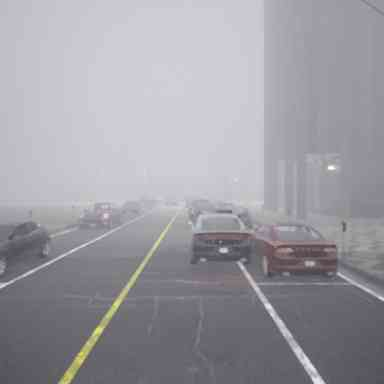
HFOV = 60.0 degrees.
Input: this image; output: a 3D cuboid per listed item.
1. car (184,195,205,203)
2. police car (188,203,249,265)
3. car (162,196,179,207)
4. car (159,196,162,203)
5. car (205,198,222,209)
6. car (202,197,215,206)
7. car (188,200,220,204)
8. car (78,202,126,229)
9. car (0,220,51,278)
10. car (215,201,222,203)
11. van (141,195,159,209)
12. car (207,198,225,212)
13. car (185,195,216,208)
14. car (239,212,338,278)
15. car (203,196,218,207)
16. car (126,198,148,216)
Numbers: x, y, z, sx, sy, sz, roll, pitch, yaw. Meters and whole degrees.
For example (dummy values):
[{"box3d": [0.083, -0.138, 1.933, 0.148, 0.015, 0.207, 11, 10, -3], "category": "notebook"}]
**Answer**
[{"box3d": [0.530, 1.362, 68.280, 1.882, 1.535, 5.008, 0, 0, 32], "category": "car"}, {"box3d": [0.881, 1.415, 11.842, 1.930, 1.638, 5.238, 0, 0, 0], "category": "police car"}, {"box3d": [-3.039, 1.440, 50.184, 1.837, 1.490, 4.892, 0, 0, 0], "category": "car"}, {"box3d": [-5.796, 1.462, 60.759, 2.008, 1.369, 4.403, 0, 0, 0], "category": "car"}, {"box3d": [2.738, 1.494, 43.841, 2.008, 1.369, 4.403, 0, 0, 0], "category": "car"}, {"box3d": [2.732, 1.473, 55.124, 2.008, 1.369, 4.403, 0, 0, 0], "category": "car"}, {"box3d": [0.825, 1.483, 21.732, 1.837, 1.490, 4.892, 0, 0, 0], "category": "car"}, {"box3d": [-5.777, 1.417, 21.272, 1.967, 1.590, 4.097, 0, 0, 0], "category": "car"}, {"box3d": [-5.771, 1.556, 9.990, 1.947, 1.339, 4.313, 0, 0, 0], "category": "car"}, {"box3d": [2.749, 1.528, 21.279, 2.008, 1.369, 4.403, 0, 0, 0], "category": "car"}, {"box3d": [-5.788, 1.284, 43.836, 1.690, 1.788, 3.998, 0, 0, 0], "category": "van"}, {"box3d": [2.740, 1.478, 38.371, 1.752, 1.417, 4.829, 0, 0, 0], "category": "car"}, {"box3d": [0.734, 1.321, 27.702, 2.097, 1.767, 4.553, 0, 0, 0], "category": "car"}, {"box3d": [2.755, 1.535, 9.997, 1.887, 1.381, 4.507, 0, 0, 0], "category": "car"}, {"box3d": [2.735, 1.373, 49.483, 1.967, 1.590, 4.097, 0, 0, 0], "category": "car"}, {"box3d": [-5.782, 1.528, 32.555, 1.947, 1.339, 4.313, 0, 0, 0], "category": "car"}]
